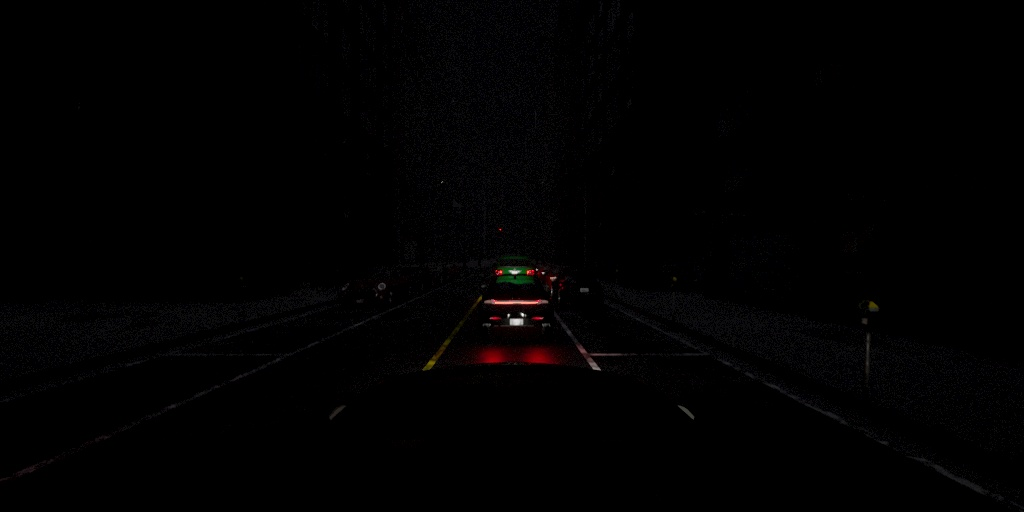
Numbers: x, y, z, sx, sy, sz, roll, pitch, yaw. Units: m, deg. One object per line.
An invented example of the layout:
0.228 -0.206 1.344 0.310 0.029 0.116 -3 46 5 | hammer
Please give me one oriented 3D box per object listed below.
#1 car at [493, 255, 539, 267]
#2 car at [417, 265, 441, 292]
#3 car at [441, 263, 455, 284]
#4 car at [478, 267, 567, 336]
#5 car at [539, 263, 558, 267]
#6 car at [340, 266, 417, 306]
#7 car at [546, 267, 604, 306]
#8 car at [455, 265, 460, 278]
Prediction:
0.090 0.991 20.284 2.150 2.045 5.566 0 0 -1 | car
-5.776 1.336 21.133 1.948 1.339 4.313 0 0 0 | car
-5.779 1.327 26.638 2.007 1.370 4.403 0 0 0 | car
0.095 1.250 10.364 2.128 1.511 4.902 0 0 0 | car
2.750 1.315 21.137 1.888 1.381 4.507 0 0 0 | car
-5.773 1.204 15.627 1.967 1.591 4.097 0 0 0 | car
2.753 1.330 15.633 1.948 1.339 4.313 0 0 0 | car
-5.782 1.329 32.143 1.888 1.381 4.507 0 0 0 | car
